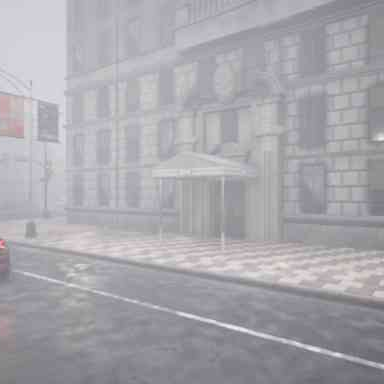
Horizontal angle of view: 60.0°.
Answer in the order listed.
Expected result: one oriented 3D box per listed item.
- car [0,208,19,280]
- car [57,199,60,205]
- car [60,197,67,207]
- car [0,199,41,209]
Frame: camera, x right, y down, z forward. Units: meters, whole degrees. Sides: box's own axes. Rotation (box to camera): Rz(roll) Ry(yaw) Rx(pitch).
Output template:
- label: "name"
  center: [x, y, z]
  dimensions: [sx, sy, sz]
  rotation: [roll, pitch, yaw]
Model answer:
- label: "car"
  center: [-6.774, 1.373, 8.701]
  dimensions: [4.553, 1.767, 2.097]
  rotation: [0, 0, 35]
- label: "car"
  center: [-18.668, 1.317, 53.231]
  dimensions: [2.150, 2.045, 5.566]
  rotation: [0, 0, 36]
- label: "car"
  center: [-16.669, 1.566, 50.011]
  dimensions: [1.882, 1.535, 5.008]
  rotation: [0, 0, 36]
- label: "car"
  center: [-21.772, 1.653, 42.856]
  dimensions: [1.994, 1.385, 4.181]
  rotation: [0, 0, 35]
